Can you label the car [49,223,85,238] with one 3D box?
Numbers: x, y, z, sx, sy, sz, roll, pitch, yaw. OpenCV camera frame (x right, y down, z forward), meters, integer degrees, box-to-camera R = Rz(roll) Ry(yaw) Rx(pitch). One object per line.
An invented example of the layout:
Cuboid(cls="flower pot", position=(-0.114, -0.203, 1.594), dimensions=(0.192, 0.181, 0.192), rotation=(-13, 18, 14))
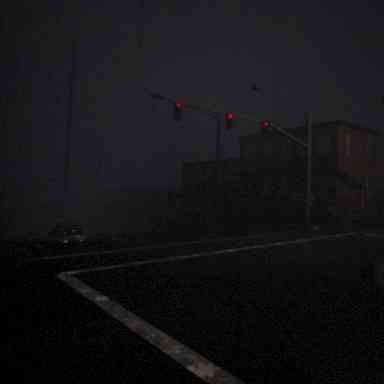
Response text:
Cuboid(cls="car", position=(-10.650, 3.297, 28.090), dimensions=(1.994, 1.385, 4.181), rotation=(1, -12, -38))
